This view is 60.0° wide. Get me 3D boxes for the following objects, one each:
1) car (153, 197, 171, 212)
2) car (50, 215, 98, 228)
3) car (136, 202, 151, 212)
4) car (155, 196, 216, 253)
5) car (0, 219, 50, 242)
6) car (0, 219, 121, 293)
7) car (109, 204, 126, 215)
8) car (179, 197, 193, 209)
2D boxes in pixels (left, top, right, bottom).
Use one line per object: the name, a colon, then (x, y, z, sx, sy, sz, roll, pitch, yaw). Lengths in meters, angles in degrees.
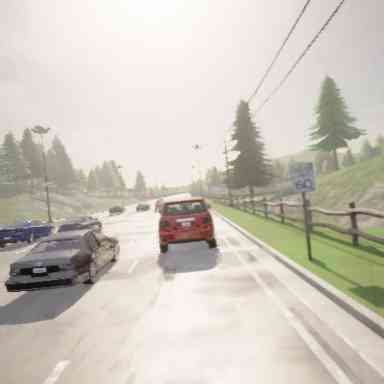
car: (-4.345, 1.802, 49.001, 2.097, 1.767, 4.553, -6, 0, -1)
car: (-7.329, 2.249, 22.004, 1.812, 1.442, 4.674, -6, 0, -1)
car: (-7.902, 2.365, 54.212, 1.994, 1.385, 4.181, -6, 0, -1)
car: (-0.255, 1.251, 14.543, 2.150, 2.045, 5.566, -6, 0, -1)
car: (-10.816, 2.540, 21.864, 1.882, 1.535, 5.008, -6, 0, -1)
car: (-3.632, 1.904, 10.366, 2.033, 1.411, 5.357, -6, 0, -1)
car: (-11.331, 2.636, 50.761, 1.837, 1.490, 4.892, -6, 0, -1)
car: (-0.891, 1.594, 51.319, 1.882, 1.535, 5.008, -6, 0, -1)
